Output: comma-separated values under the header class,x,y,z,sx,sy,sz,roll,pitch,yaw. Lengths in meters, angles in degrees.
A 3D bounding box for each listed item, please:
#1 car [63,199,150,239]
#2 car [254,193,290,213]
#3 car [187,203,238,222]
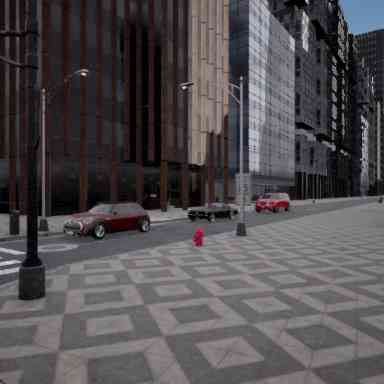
class,x,y,z,sx,sy,sz,roll,pitch,yaw
car,-4.284,1.300,17.188,2.097,1.767,4.553,0,0,36
car,8.618,1.111,35.202,2.150,2.045,5.566,0,0,36
car,1.644,1.520,25.461,1.895,1.301,4.718,0,0,36
